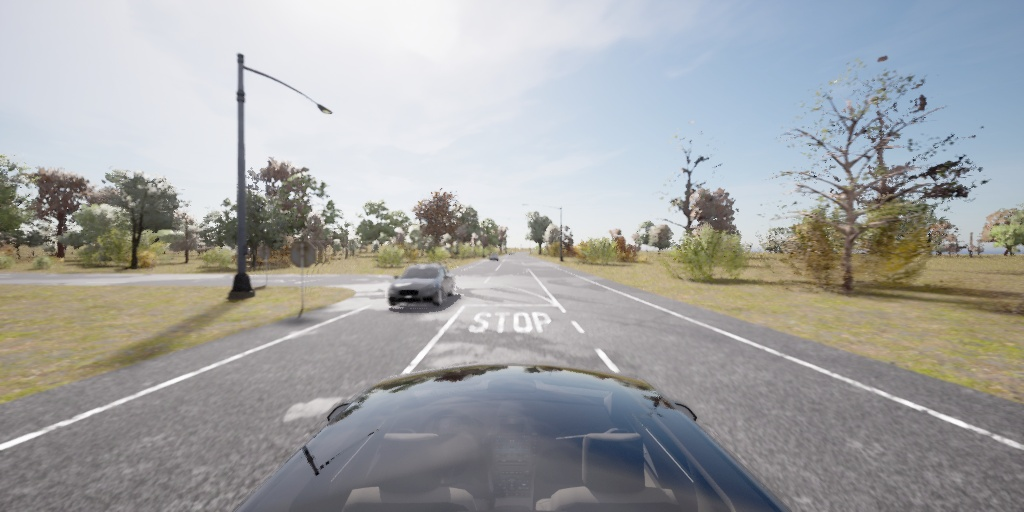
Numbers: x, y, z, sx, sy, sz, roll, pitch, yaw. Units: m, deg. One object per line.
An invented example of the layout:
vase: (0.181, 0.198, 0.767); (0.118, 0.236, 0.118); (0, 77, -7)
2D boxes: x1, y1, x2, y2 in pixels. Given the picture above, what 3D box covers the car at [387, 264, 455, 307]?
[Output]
car: (-3.502, 1.090, 14.565); (1.837, 1.490, 4.892); (0, 1, 0)
